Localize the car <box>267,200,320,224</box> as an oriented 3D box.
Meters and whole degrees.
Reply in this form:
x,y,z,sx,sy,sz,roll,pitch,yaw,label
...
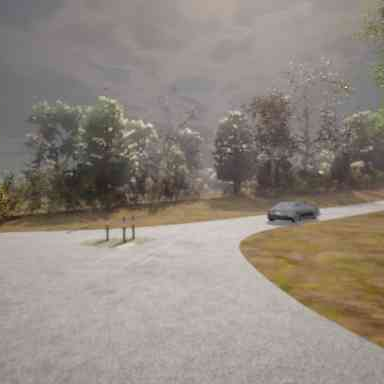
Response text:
x,y,z,sx,sy,sz,roll,pitch,yaw,label
6.796,1.241,22.126,4.181,1.385,1.994,-1,1,-44,car
